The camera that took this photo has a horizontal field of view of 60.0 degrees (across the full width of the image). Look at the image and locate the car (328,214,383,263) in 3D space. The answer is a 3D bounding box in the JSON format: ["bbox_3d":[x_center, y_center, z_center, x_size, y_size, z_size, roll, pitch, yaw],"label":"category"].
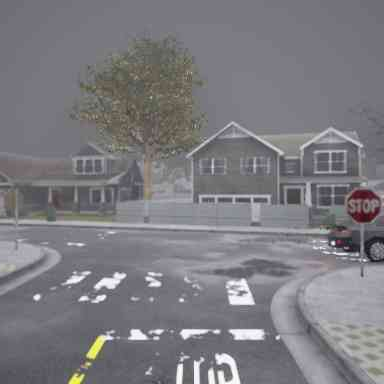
[{"bbox_3d":[7.327,1.536,11.579,4.892,1.490,1.837,1,-5,-1],"label":"car"}]
